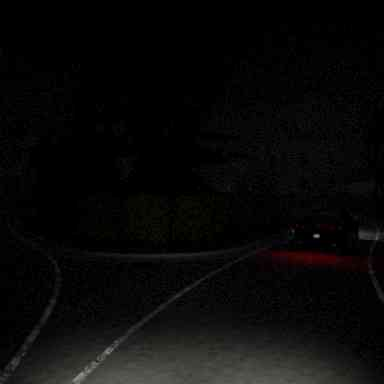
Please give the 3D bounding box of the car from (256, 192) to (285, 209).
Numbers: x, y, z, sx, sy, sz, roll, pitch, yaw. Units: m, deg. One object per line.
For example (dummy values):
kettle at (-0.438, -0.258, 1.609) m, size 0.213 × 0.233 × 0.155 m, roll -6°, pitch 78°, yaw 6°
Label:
car at (7.140, 1.066, 35.337) m, size 2.150 × 2.045 × 5.566 m, roll 1°, pitch -1°, yaw -40°

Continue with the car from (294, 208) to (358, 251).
car at (5.798, 1.430, 14.089) m, size 1.882 × 1.535 × 5.008 m, roll 0°, pitch 0°, yaw 32°
